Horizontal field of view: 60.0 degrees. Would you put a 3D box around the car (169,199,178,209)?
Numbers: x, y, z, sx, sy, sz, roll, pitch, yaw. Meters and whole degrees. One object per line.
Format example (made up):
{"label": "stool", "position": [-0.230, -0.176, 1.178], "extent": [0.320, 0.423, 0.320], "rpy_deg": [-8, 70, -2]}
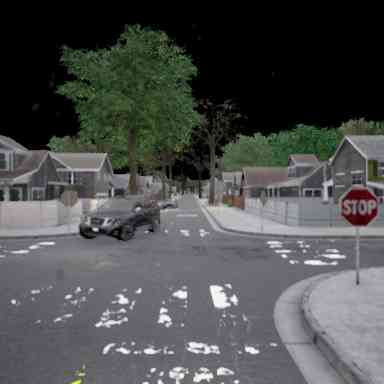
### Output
{"label": "car", "position": [-2.883, 1.592, 45.026], "extent": [1.994, 1.385, 4.181], "rpy_deg": [0, 0, 0]}

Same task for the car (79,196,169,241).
{"label": "car", "position": [-3.406, 1.262, 17.202], "extent": [2.150, 2.045, 5.566], "rpy_deg": [2, 1, 17]}
